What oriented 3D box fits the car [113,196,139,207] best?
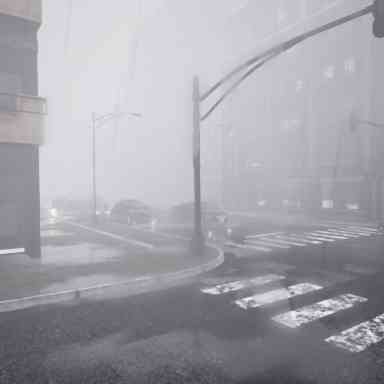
[{"bbox_3d":[-9.126,1.266,45.950,1.752,1.417,4.829,-1,1,-35],"label":"car"}]

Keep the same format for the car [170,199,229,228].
[{"bbox_3d":[0.392,1.434,22.020,2.128,1.511,4.902,-1,1,-35],"label":"car"}]

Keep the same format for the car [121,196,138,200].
[{"bbox_3d":[-5.493,1.374,30.526,1.882,1.535,5.008,-1,1,-35],"label":"car"}]

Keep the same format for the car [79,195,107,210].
[{"bbox_3d":[-11.495,1.397,39.210,2.033,1.411,5.357,-1,1,-35],"label":"car"}]

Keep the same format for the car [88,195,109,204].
[{"bbox_3d":[-15.594,1.217,55.295,1.752,1.417,4.829,-1,1,-35],"label":"car"}]

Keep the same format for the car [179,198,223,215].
[{"bbox_3d":[0.756,1.359,31.856,1.887,1.381,4.507,-1,1,-35],"label":"car"}]

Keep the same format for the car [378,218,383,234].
[{"bbox_3d":[11.495,1.463,15.575,5.008,1.535,1.882,0,2,7],"label":"car"}]

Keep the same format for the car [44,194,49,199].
[{"bbox_3d":[-34.998,1.075,83.330,1.752,1.417,4.829,-1,1,-35],"label":"car"}]

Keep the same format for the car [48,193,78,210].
[{"bbox_3d":[-15.918,1.313,41.040,1.967,1.590,4.097,-1,1,-35],"label":"car"}]

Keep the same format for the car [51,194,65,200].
[{"bbox_3d":[-31.667,1.124,78.518,2.008,1.369,4.403,-1,1,-35],"label":"car"}]

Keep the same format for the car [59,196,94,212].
[{"bbox_3d":[-12.683,1.448,36.368,2.008,1.369,4.403,-1,1,-35],"label":"car"}]

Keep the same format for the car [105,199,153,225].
[{"bbox_3d":[-4.417,1.509,24.199,1.887,1.381,4.507,-1,1,-35],"label":"car"}]

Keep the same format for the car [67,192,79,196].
[{"bbox_3d":[-19.904,1.222,56.790,1.837,1.490,4.892,-1,1,-35],"label":"car"}]

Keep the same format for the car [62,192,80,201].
[{"bbox_3d":[-25.201,0.935,69.171,2.192,1.841,5.009,-1,1,-35],"label":"car"}]
